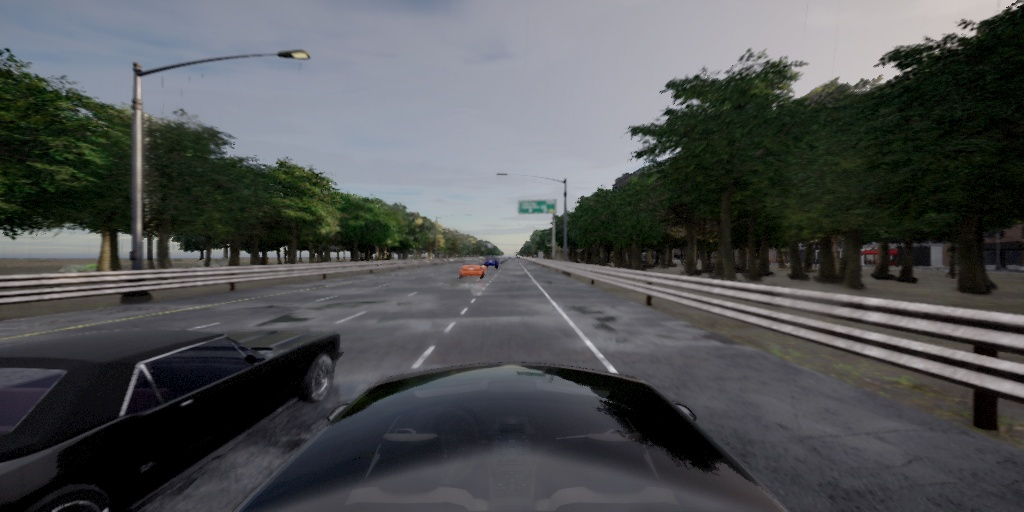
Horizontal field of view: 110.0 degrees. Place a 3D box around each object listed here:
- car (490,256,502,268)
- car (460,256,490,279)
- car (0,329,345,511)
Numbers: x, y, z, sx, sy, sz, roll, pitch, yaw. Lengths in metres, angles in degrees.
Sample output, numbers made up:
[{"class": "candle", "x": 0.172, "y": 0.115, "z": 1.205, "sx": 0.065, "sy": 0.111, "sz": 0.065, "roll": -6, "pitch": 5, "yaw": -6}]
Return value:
[{"class": "car", "x": -3.297, "y": 0.953, "z": 58.664, "sx": 2.150, "sy": 2.045, "sz": 5.566, "roll": 0, "pitch": 0, "yaw": 0}, {"class": "car", "x": -3.429, "y": 1.103, "z": 32.476, "sx": 2.097, "sy": 1.767, "sz": 4.553, "roll": 0, "pitch": 0, "yaw": 0}, {"class": "car", "x": -3.500, "y": 1.351, "z": 3.393, "sx": 1.895, "sy": 1.301, "sz": 4.718, "roll": 0, "pitch": 0, "yaw": 0}]
